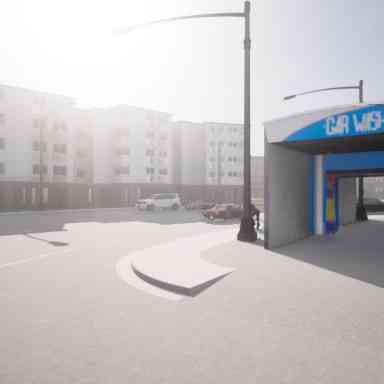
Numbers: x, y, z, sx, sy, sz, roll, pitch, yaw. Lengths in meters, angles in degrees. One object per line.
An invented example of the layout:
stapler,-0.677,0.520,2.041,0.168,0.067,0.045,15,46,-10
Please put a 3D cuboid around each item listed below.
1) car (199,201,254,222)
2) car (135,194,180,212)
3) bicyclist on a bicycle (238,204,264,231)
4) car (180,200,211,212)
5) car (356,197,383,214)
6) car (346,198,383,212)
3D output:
car,3.102,1.601,26.481,4.718,1.301,1.895,0,0,-43
car,-3.881,1.221,39.044,5.566,2.045,2.150,0,0,-38
bicyclist on a bicycle,3.224,1.301,18.277,1.656,1.620,0.582,0,0,38
car,1.188,1.564,38.391,4.181,1.385,1.994,0,0,-34
car,18.775,1.351,35.142,4.553,1.767,2.097,0,0,-20
car,21.028,1.505,39.618,4.892,1.490,1.837,0,0,-18
